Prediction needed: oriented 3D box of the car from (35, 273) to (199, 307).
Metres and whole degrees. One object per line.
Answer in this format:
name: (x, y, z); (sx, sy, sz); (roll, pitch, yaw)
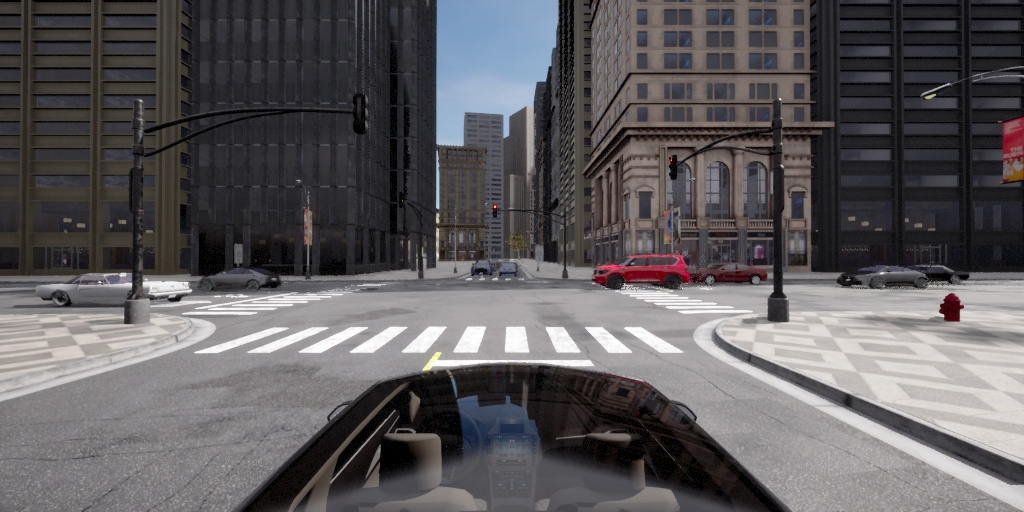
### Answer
car: (-16.379, 1.366, 14.963); (4.718, 1.301, 1.895); (0, 0, 0)

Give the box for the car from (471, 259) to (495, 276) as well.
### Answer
car: (-3.058, 1.145, 37.598); (2.097, 1.767, 4.553); (0, 0, 0)

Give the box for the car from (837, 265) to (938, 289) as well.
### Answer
car: (22.343, 1.259, 21.707); (4.181, 1.385, 1.994); (0, 0, 0)

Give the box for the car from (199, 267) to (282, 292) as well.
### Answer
car: (-16.357, 1.379, 21.664); (4.181, 1.385, 1.994); (0, 0, 0)

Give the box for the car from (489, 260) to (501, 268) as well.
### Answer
car: (-3.048, 1.430, 65.369); (1.994, 1.385, 4.181); (0, 0, 0)

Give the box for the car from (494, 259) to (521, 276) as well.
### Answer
car: (-0.184, 1.340, 37.341); (2.033, 1.411, 5.357); (0, 0, 6)

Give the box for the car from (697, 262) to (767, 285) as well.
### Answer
car: (14.899, 1.216, 24.955); (5.008, 1.535, 1.882); (0, 0, 0)

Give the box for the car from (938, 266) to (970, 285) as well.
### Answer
car: (28.396, 1.305, 24.961); (4.718, 1.301, 1.895); (0, 0, 1)

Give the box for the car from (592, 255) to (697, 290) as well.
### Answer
car: (7.721, 0.955, 21.695); (5.566, 2.045, 2.150); (0, 0, 0)
